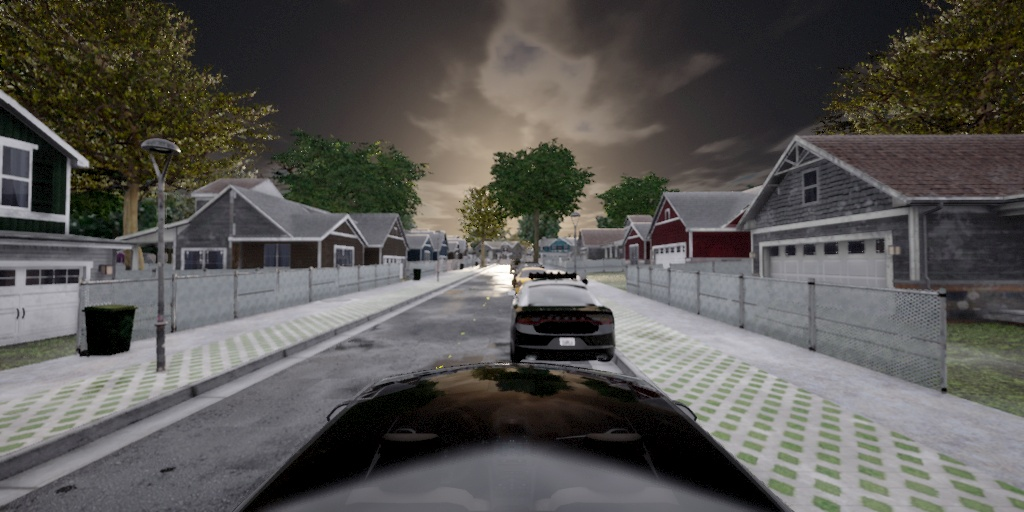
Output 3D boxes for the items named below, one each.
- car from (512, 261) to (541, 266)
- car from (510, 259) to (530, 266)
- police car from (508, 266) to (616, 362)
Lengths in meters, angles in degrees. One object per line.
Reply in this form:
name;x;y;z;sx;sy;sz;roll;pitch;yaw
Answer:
car;1.063;1.248;18.480;1.801;1.575;5.366;0;0;1
car;1.138;1.157;24.260;2.097;1.767;4.553;0;0;1
police car;0.931;1.193;8.398;1.930;1.638;5.238;0;0;1
